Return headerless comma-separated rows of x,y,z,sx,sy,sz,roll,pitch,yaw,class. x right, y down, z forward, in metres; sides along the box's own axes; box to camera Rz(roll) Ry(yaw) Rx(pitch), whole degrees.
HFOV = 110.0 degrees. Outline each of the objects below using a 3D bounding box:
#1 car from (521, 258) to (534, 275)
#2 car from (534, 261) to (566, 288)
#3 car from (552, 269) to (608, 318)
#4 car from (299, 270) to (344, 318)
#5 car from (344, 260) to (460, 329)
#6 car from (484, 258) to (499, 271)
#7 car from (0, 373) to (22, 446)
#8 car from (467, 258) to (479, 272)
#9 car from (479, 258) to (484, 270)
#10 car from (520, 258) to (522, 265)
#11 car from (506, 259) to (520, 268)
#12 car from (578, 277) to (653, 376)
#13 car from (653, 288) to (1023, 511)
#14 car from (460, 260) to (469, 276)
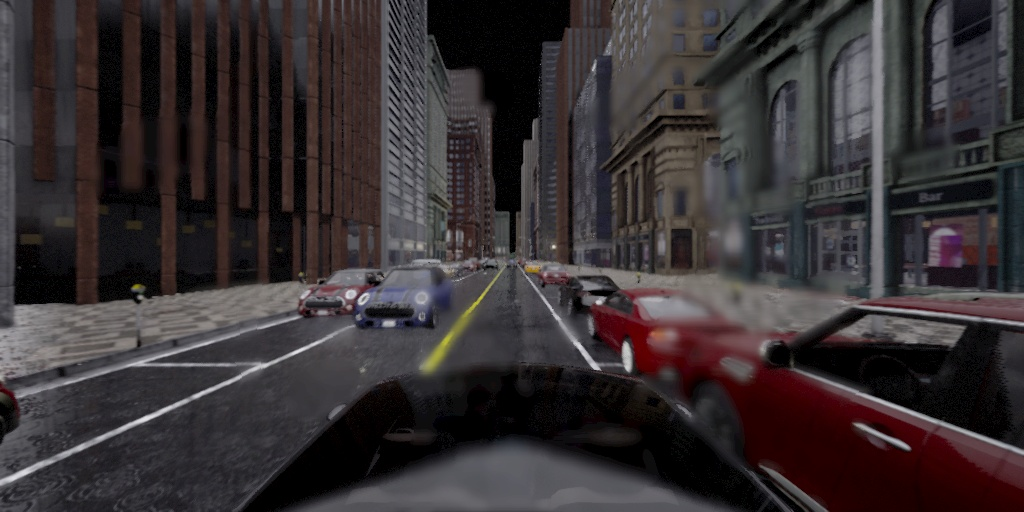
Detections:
2.344,1.283,41.266,1.801,1.575,5.366,0,0,0,car
2.759,1.231,24.194,1.967,1.591,4.097,0,0,0,car
2.761,1.336,12.923,1.948,1.339,4.313,0,0,0,car
-5.765,1.210,12.913,1.967,1.591,4.097,0,0,0,car
-3.101,1.119,11.283,2.097,1.767,4.553,0,0,0,car
-3.078,1.206,52.990,2.097,1.767,4.553,0,0,0,car
-5.763,1.190,1.640,1.967,1.591,4.097,0,0,0,car
-5.770,1.279,46.732,1.967,1.591,4.097,0,0,0,car
-5.771,1.166,52.369,2.192,1.841,5.009,0,0,0,car
2.753,1.459,63.649,1.802,1.307,4.207,0,0,0,car
0.014,1.476,62.696,1.895,1.301,4.718,0,0,1,car
2.761,1.305,7.287,1.888,1.381,4.507,0,0,0,car
2.762,1.064,1.650,2.192,1.841,5.009,0,0,0,car
-5.768,1.364,35.459,2.007,1.370,4.403,0,0,0,car
